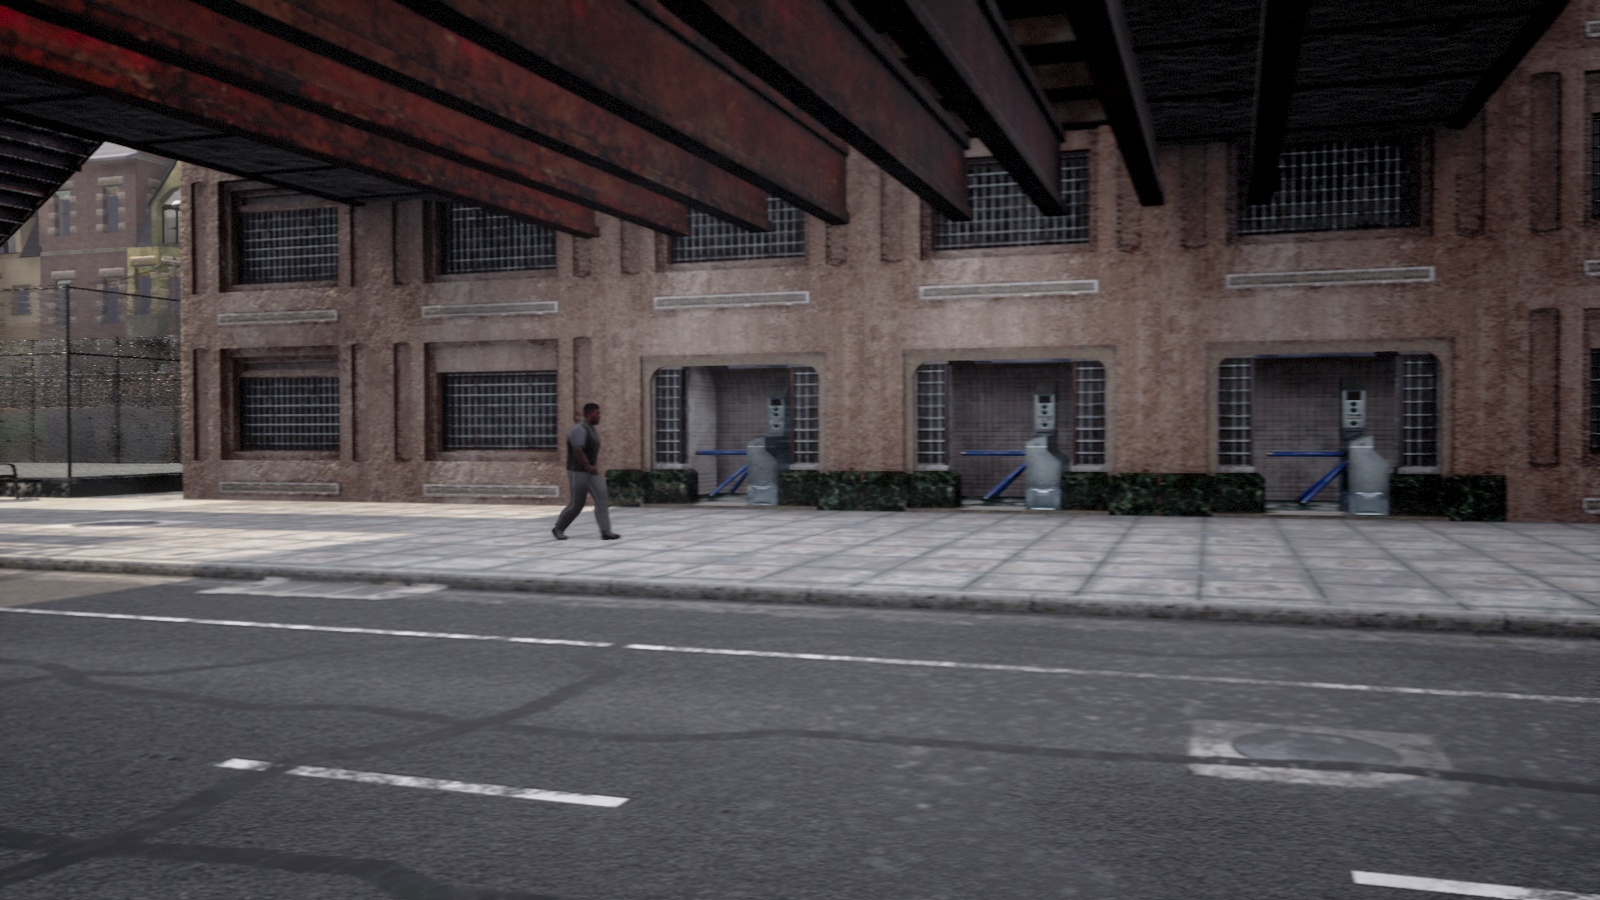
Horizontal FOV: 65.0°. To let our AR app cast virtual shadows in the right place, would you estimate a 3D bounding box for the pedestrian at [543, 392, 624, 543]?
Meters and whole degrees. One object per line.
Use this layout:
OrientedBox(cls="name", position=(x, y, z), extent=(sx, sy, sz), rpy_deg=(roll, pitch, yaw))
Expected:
OrientedBox(cls="pedestrian", position=(-2.774, 0.215, 16.116), extent=(0.849, 1.883, 0.563), rpy_deg=(1, 1, 21))
